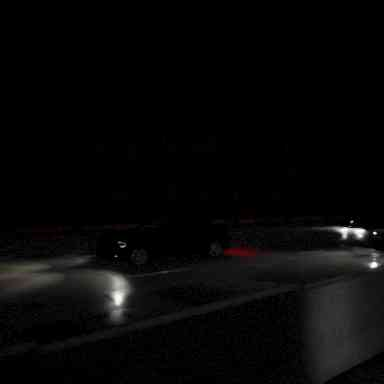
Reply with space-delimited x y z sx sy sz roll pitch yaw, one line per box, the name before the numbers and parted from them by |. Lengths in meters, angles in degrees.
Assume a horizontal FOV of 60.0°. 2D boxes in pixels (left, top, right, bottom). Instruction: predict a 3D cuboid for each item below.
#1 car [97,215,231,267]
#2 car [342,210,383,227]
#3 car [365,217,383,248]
car | -0.848 1.606 11.984 5.008 1.535 1.882 2 -1 -35
car | 13.958 2.168 26.821 4.181 1.385 1.994 2 -1 -35
car | 10.486 1.992 15.754 4.718 1.301 1.895 2 -1 -35
